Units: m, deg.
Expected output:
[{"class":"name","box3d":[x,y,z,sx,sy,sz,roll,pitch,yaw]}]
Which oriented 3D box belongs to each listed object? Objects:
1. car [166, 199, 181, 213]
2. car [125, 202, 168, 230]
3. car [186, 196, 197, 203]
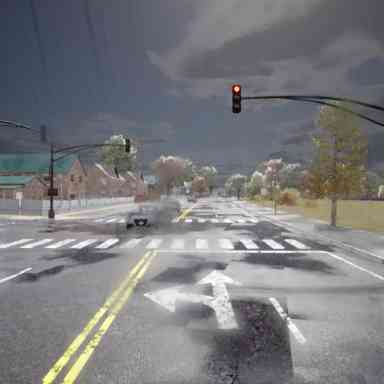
[{"class":"car","box3d":[-2.248,1.606,37.664,1.837,1.490,4.892,0,0,3]},{"class":"car","box3d":[-2.877,1.587,21.059,1.994,1.385,4.181,0,0,2]},{"class":"car","box3d":[-0.039,1.630,71.450,1.837,1.490,4.892,0,0,5]}]
